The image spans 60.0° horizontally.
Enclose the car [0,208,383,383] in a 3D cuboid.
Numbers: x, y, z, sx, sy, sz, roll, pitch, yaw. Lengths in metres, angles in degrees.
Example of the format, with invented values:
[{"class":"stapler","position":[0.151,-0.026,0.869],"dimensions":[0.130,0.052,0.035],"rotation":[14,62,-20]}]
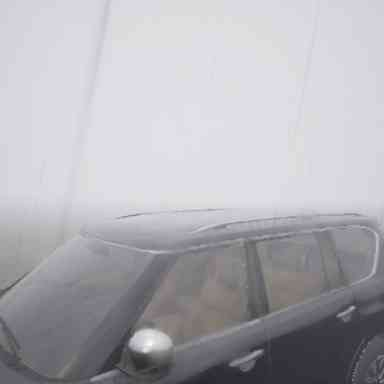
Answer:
[{"class":"car","position":[-0.178,1.219,2.946],"dimensions":[5.566,2.045,2.150],"rotation":[0,0,-36]}]
